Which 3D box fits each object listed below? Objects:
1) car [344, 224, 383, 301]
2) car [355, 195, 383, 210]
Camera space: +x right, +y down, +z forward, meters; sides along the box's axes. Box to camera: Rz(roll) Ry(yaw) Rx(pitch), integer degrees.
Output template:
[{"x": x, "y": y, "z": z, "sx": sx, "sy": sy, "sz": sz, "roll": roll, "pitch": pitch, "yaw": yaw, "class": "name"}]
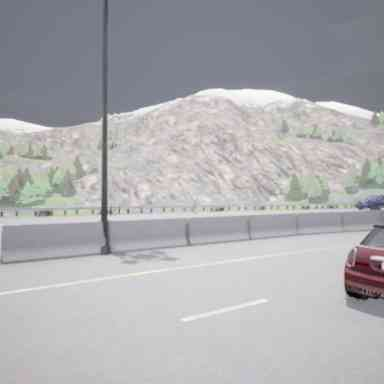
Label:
[{"x": 5.367, "y": 1.385, "z": 7.092, "sx": 4.553, "sy": 1.767, "sz": 2.097, "roll": 0, "pitch": 0, "yaw": -32, "class": "car"}, {"x": 24.041, "y": 1.392, "z": 43.415, "sx": 5.566, "sy": 2.045, "sz": 2.150, "roll": 0, "pitch": 0, "yaw": -20, "class": "car"}]
